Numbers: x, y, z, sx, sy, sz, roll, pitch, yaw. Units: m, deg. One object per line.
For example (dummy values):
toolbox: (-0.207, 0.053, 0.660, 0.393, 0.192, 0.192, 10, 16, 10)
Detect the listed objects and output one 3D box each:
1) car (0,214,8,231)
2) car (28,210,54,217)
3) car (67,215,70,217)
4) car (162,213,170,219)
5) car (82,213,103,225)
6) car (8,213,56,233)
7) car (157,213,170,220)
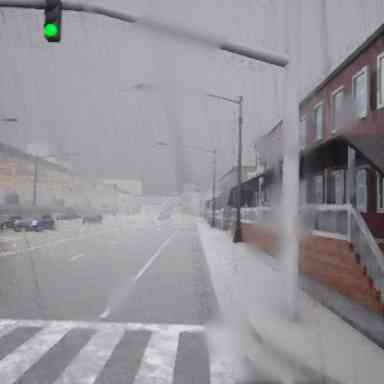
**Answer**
car: (-17.629, 2.851, 31.437, 1.837, 1.490, 4.892, 2, -3, 0)
car: (-34.151, 4.872, 75.325, 2.038, 1.542, 4.974, 0, -4, 29)
car: (-17.489, 3.451, 46.938, 1.895, 1.301, 4.718, 2, -3, 0)
car: (-6.892, 6.251, 87.681, 1.812, 1.442, 4.674, 2, -3, 0)
car: (-13.996, 3.755, 46.942, 1.837, 1.490, 4.892, 2, -3, 0)
car: (-14.131, 2.719, 30.129, 2.097, 1.767, 4.553, 2, -3, 0)
car: (-6.924, 5.891, 77.707, 1.895, 1.301, 4.718, 2, -3, 0)
